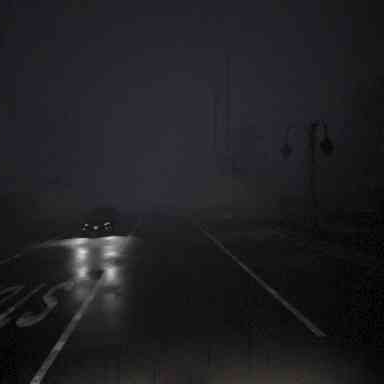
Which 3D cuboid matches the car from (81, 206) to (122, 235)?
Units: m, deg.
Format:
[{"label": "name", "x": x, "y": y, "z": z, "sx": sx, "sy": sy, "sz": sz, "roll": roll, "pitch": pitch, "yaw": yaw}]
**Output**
[{"label": "car", "x": -5.320, "y": 1.631, "z": 19.956, "sx": 1.837, "sy": 1.490, "sz": 4.892, "roll": -2, "pitch": 0, "yaw": -5}]
